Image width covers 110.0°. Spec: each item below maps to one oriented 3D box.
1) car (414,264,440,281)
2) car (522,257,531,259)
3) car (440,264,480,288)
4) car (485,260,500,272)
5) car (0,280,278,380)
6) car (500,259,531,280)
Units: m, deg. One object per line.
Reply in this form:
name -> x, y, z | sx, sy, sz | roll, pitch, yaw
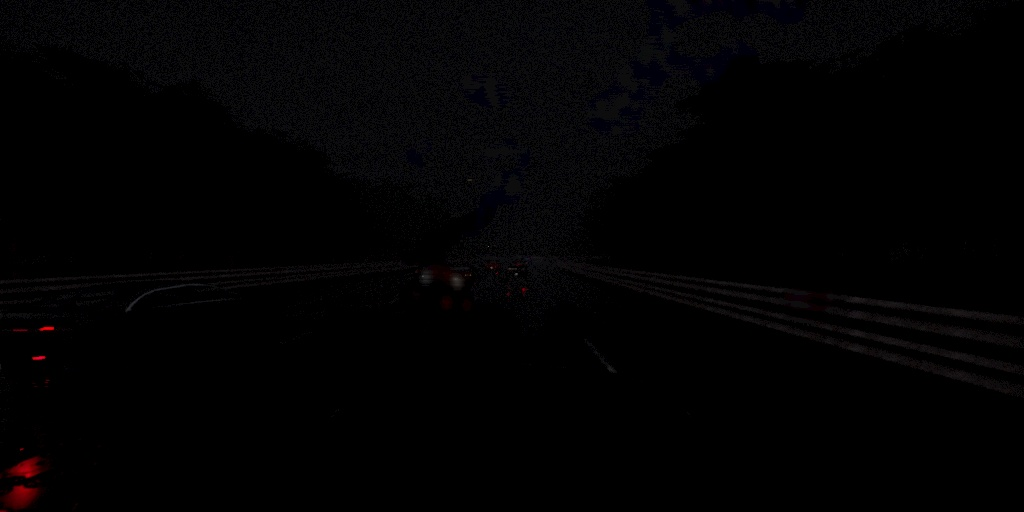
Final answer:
car -> -6.565, 1.324, 29.864 | 1.895, 1.301, 4.718 | 0, 0, 2
car -> 1.818, 1.247, 62.237 | 1.994, 1.385, 4.181 | 0, 0, 3
car -> -3.189, 1.262, 23.666 | 1.812, 1.442, 4.674 | 0, 0, 1
car -> -2.422, 1.240, 46.767 | 1.812, 1.442, 4.674 | 0, 0, 3
car -> -6.889, 1.225, 7.176 | 2.128, 1.511, 4.902 | 0, 0, 0
car -> 0.408, 1.234, 30.536 | 2.128, 1.511, 4.902 | 0, 0, 2
